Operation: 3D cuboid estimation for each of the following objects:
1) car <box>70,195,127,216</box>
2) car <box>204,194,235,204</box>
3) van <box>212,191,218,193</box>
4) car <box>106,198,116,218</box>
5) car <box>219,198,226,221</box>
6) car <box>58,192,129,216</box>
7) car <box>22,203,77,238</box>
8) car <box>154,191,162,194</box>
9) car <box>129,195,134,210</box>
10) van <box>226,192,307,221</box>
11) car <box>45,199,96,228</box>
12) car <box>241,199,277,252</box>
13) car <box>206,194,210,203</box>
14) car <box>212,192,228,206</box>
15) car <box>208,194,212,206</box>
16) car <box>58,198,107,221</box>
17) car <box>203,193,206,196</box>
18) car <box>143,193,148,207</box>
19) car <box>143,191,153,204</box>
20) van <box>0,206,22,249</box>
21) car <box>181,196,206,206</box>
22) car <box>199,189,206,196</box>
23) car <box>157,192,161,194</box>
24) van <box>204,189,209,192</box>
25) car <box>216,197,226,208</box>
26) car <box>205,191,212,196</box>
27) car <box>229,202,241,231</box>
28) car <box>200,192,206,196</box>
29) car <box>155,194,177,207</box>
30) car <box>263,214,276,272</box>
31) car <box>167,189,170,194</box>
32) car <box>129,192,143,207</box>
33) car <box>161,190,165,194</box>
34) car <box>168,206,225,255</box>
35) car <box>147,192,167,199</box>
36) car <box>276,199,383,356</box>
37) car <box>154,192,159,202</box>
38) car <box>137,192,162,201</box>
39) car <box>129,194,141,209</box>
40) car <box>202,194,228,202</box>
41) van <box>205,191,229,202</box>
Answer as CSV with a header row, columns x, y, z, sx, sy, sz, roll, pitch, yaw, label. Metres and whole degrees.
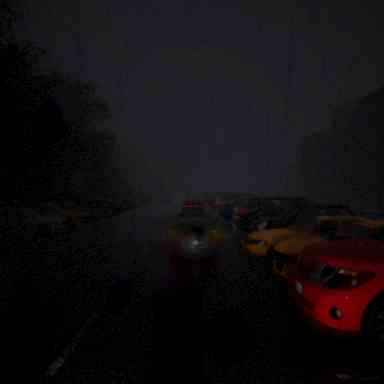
x,y,z,sx,sy,sz,roll,pitch,yaw,label
-8.493,1.199,30.479,4.553,1.767,2.185,0,0,0,car
4.573,1.186,55.549,4.892,1.521,2.231,0,0,0,car
4.675,1.085,36.001,4.442,1.987,1.878,0,0,0,van
-8.556,1.384,24.908,4.792,1.488,2.163,0,0,0,car
4.546,1.386,22.149,5.008,1.535,2.097,0,0,0,car
-8.497,1.089,27.694,5.566,2.045,2.435,0,0,0,car
-8.534,1.437,16.555,4.674,1.452,2.002,0,0,0,car
-8.696,1.126,60.989,5.366,1.575,1.946,0,0,0,car
-8.526,1.349,33.265,4.674,1.452,2.002,0,0,0,car
4.433,1.174,19.364,4.442,1.987,1.878,0,0,0,van
-8.535,1.383,19.340,5.008,1.535,2.097,0,0,0,car
4.579,1.302,13.673,4.553,1.767,2.185,0,0,0,car
4.559,1.299,44.416,4.674,1.452,2.002,0,0,0,car
4.588,1.201,33.281,4.553,1.767,2.185,0,0,0,car
4.588,1.323,38.849,4.792,1.488,2.163,0,0,0,car
-8.535,1.370,22.125,4.892,1.521,2.231,0,0,0,car
4.558,1.224,49.983,4.892,1.521,2.231,0,0,0,car
-8.524,1.259,41.618,5.008,1.535,2.097,0,0,0,car
-8.490,0.991,44.404,5.566,2.045,2.435,0,0,0,car
-8.417,1.197,10.984,4.442,1.987,1.878,0,0,0,van
0.102,1.361,30.557,1.837,1.490,4.892,0,0,0,car
4.598,0.894,61.113,5.566,2.045,2.435,0,0,0,car
-8.517,1.148,58.330,5.008,1.535,2.097,0,0,0,car
4.685,0.940,58.330,4.442,1.987,1.878,0,0,0,van
4.558,1.372,24.932,5.008,1.535,2.097,0,0,0,car
4.594,1.116,47.197,4.553,1.767,2.185,0,0,0,car
4.542,1.415,16.582,4.892,1.521,2.231,0,0,0,car
4.380,1.201,52.766,5.366,1.575,1.946,0,0,0,car
-3.563,1.322,46.070,1.994,1.385,4.181,0,0,0,car
4.550,1.452,8.232,5.008,1.535,2.097,0,0,0,car
-8.531,0.758,77.821,5.566,2.045,2.435,0,0,0,car
-8.489,1.151,38.832,4.553,1.767,2.185,0,0,0,car
-8.537,0.858,63.772,5.566,2.045,2.435,0,0,0,car
0.086,1.470,12.978,1.812,1.442,4.674,0,0,0,car
-8.470,0.864,80.608,4.553,1.767,2.185,0,0,0,car
4.515,1.214,5.448,5.566,2.045,2.435,0,0,0,car
-8.483,1.197,55.543,4.792,1.488,2.163,0,0,0,car
-8.476,0.963,66.682,4.553,1.767,2.185,0,0,0,car
-8.517,1.293,36.049,5.008,1.535,2.097,0,0,0,car
4.579,1.107,66.681,4.892,1.521,2.231,0,0,0,car
4.688,0.901,63.772,4.442,1.987,1.878,0,0,0,van
